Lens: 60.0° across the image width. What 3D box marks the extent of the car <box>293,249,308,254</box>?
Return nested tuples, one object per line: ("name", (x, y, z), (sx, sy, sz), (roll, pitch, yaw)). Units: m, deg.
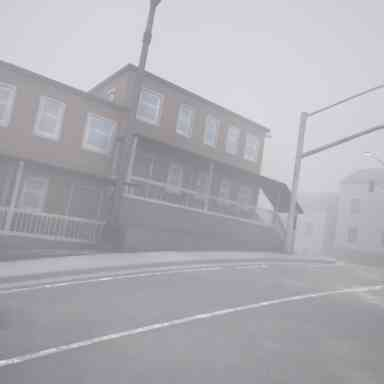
("car", (8.846, 5.862, 30.345), (2.128, 1.511, 4.902), (13, -16, -34))
